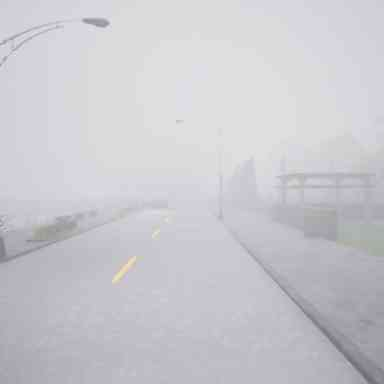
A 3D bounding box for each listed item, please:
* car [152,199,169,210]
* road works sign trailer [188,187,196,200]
[{"bbox_3d":[-4.094,1.578,43.287,1.895,1.301,4.718,0,0,0],"label":"car"},{"bbox_3d":[-0.013,0.414,93.661,2.380,3.560,2.880,0,0,0],"label":"road works sign trailer"}]
